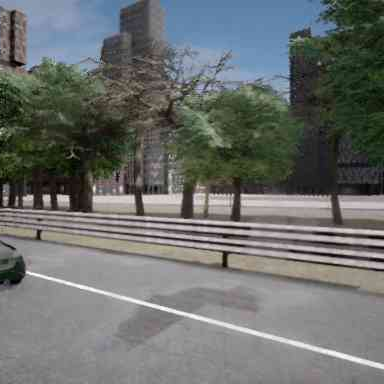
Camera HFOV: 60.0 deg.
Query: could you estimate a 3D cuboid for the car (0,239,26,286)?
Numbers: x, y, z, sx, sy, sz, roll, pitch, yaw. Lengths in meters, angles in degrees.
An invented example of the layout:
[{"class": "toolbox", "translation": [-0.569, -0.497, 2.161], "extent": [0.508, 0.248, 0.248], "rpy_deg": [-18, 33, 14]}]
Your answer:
[{"class": "car", "translation": [-5.977, 1.561, 8.219], "extent": [4.181, 1.385, 1.994], "rpy_deg": [0, 0, 35]}]
